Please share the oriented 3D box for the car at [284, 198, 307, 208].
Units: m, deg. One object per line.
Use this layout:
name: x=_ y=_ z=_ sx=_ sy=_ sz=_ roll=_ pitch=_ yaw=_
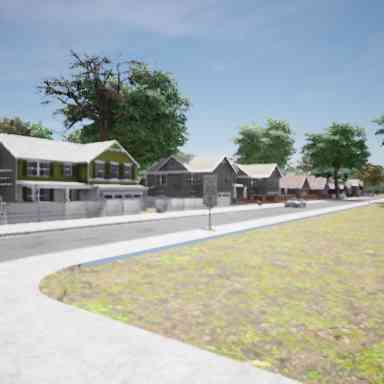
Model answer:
car: x=14.457 y=1.514 z=46.517 sx=1.895 sy=1.301 sz=4.718 roll=0 pitch=0 yaw=35
